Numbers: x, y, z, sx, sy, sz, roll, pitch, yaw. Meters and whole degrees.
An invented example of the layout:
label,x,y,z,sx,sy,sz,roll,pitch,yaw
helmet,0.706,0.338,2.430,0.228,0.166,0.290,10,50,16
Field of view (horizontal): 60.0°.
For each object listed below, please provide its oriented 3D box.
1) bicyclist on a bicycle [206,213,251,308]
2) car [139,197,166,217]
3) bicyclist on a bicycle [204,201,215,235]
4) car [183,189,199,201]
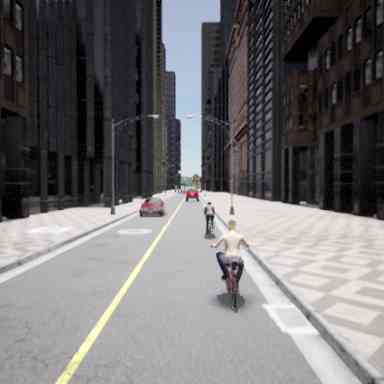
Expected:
label,x,y,z,sx,sy,sz,roll,pitch,yaw
bicyclist on a bicycle,0.791,1.352,6.718,0.866,1.612,1.509,0,1,0
car,-3.113,1.187,27.037,1.812,1.442,4.674,0,1,0
bicyclist on a bicycle,0.819,1.261,15.321,0.582,1.620,1.656,0,0,0
car,0.067,0.489,57.360,2.150,2.045,5.566,0,0,0
